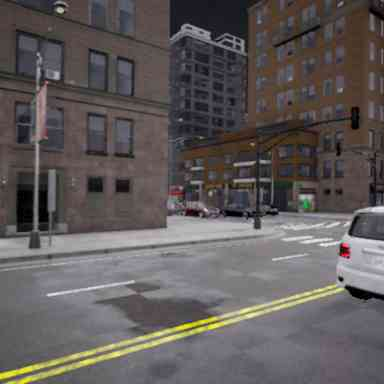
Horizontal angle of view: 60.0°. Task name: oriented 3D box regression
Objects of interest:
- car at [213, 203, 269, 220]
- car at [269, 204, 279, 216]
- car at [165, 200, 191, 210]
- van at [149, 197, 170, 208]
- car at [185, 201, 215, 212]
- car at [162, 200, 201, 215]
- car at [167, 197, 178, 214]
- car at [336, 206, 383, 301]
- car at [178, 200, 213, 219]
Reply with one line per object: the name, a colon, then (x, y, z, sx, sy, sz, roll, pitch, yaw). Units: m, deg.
car: (4.439, 1.841, 30.710, 1.895, 1.301, 4.718, 1, -1, -35)
car: (7.405, 1.891, 36.024, 1.947, 1.339, 4.313, 1, -1, -35)
car: (-2.129, 1.889, 49.532, 1.947, 1.339, 4.313, 1, -1, -35)
van: (-5.303, 1.666, 54.036, 1.690, 1.788, 3.998, 1, -1, -35)
car: (1.049, 1.905, 45.030, 1.802, 1.307, 4.206, 1, -1, -35)
car: (-1.289, 1.729, 38.830, 2.128, 1.511, 4.902, 1, -1, -35)
car: (-2.327, 1.639, 35.901, 1.967, 1.590, 4.097, 1, -1, -35)
car: (5.478, 1.323, 7.349, 5.566, 2.045, 2.150, 1, 0, -35)
car: (0.851, 1.640, 31.399, 1.967, 1.590, 4.097, 1, -1, -35)
